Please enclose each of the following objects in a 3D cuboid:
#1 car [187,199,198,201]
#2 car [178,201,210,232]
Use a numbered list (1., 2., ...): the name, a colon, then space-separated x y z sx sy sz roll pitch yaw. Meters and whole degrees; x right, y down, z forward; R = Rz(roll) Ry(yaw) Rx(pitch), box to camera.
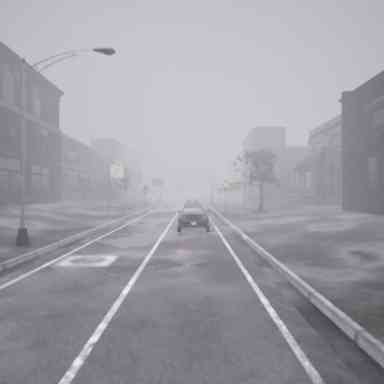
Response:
1. car: 0.088 1.500 38.253 1.994 1.385 4.181 0 -1 0
2. car: 0.102 1.524 20.230 1.812 1.442 4.674 0 0 0
